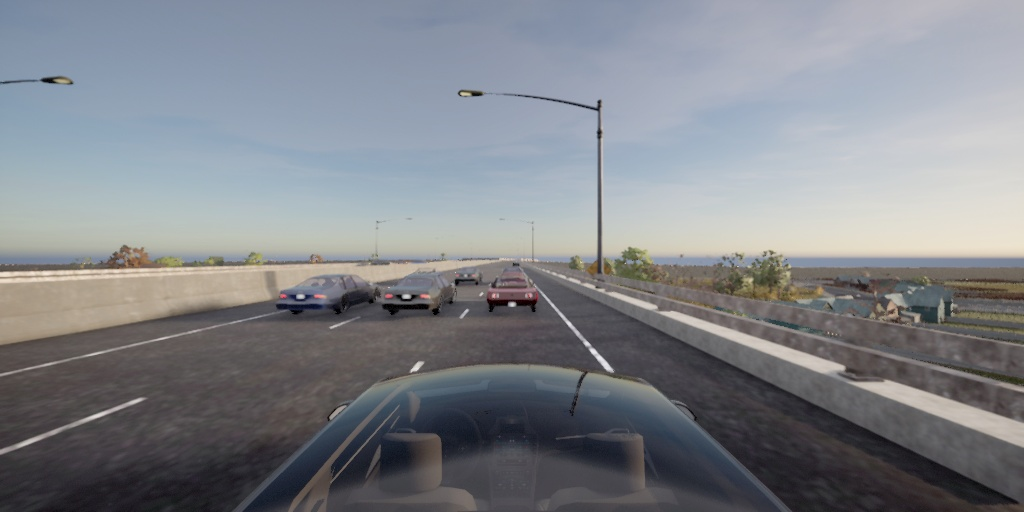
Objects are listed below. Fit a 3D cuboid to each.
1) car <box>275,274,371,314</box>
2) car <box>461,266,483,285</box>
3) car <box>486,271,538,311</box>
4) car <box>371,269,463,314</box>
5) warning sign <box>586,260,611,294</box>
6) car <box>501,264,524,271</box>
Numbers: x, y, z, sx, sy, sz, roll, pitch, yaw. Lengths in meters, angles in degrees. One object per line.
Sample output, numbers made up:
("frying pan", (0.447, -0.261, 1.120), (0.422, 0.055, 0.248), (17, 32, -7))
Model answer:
("car", (-6.982, 1.419, 14.373), (2.033, 1.411, 5.357), (0, -1, 0))
("car", (-3.471, 1.562, 29.384), (2.033, 1.411, 5.357), (0, -1, 0))
("car", (0.027, 1.479, 15.097), (1.895, 1.301, 4.718), (0, -1, 0))
("car", (-3.482, 1.419, 14.375), (2.033, 1.411, 5.357), (0, -1, 0))
("warning sign", (4.563, 1.029, 18.884), (1.300, 1.860, 1.060), (0, 0, 0))
("car", (0.046, 1.590, 30.476), (1.994, 1.385, 4.181), (0, 0, 0))
